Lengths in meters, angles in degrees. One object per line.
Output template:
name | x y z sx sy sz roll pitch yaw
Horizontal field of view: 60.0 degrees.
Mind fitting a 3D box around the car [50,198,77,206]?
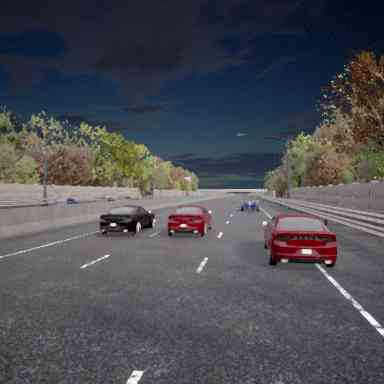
car | -17.244 1.566 44.925 1.812 1.442 4.674 0 0 9

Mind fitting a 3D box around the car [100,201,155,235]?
car | -3.500 1.492 18.931 1.882 1.535 5.008 0 0 9

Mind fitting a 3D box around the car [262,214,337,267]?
car | 3.538 1.487 11.546 1.882 1.535 5.008 0 0 9

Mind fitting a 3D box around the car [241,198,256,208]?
car | 8.501 1.602 49.991 2.033 1.411 5.357 0 0 9

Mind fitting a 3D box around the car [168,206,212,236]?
car | -0.009 1.493 18.588 1.882 1.535 5.008 0 0 9

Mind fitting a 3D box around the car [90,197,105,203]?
car | -13.163 1.537 48.165 2.128 1.511 4.902 0 0 9

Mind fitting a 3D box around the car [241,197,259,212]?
car | 6.995 1.392 40.182 2.097 1.767 4.553 0 0 10

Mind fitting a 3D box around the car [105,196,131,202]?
car | -9.895 1.396 46.451 2.097 1.767 4.553 0 0 9
